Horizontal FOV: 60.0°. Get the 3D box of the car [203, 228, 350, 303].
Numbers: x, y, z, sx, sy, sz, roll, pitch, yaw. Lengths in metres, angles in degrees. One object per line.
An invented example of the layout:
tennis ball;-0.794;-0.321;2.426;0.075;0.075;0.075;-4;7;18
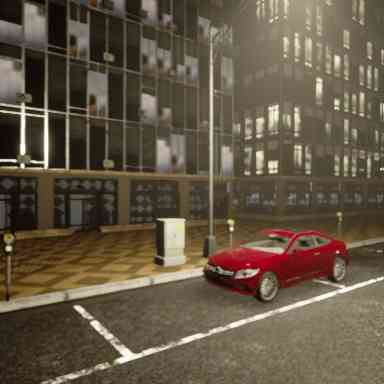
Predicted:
car;2.219;1.572;8.140;4.206;1.307;1.802;0;0;-35
